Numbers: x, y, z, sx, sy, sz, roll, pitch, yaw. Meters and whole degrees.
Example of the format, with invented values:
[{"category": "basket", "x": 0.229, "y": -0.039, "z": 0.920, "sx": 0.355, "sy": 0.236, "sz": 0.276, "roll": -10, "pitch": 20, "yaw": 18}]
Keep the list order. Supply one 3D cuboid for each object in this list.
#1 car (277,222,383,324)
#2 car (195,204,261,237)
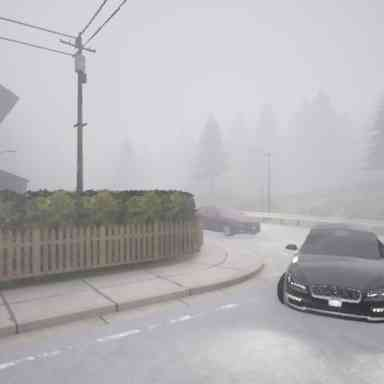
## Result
[{"category": "car", "x": 3.346, "y": 1.507, "z": 7.430, "sx": 1.837, "sy": 1.490, "sz": 4.892, "roll": 0, "pitch": 0, "yaw": 27}, {"category": "car", "x": 1.588, "y": 1.481, "z": 18.347, "sx": 1.882, "sy": 1.535, "sz": 5.008, "roll": 0, "pitch": 1, "yaw": -35}]
